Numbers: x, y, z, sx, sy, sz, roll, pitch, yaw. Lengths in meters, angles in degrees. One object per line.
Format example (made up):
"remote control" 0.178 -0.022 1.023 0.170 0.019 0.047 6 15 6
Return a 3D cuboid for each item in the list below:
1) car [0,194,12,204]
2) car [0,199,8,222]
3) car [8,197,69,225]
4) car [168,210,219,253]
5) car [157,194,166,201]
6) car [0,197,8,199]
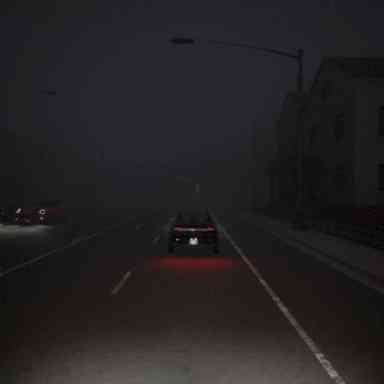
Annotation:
"car" -32.155 1.157 53.924 2.038 1.542 4.974 1 0 29
"car" -13.864 1.474 24.842 1.994 1.385 4.181 1 0 0
"car" -10.447 1.257 23.408 2.097 1.767 4.553 1 0 1
"car" 0.071 1.501 13.763 2.128 1.511 4.902 1 0 0
"car" -7.617 1.322 83.106 1.837 1.490 4.892 1 0 -1
"car" -32.178 0.999 53.879 1.853 1.218 4.536 1 0 29
